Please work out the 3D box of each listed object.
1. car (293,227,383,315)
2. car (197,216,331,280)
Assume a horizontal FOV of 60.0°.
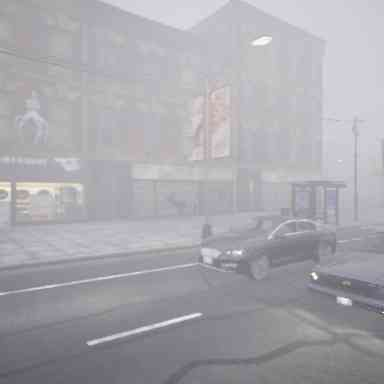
[{"bbox_3d":[4.873,1.551,7.466,5.357,1.411,2.033,0,0,-36],"label":"car"},{"bbox_3d":[2.400,1.495,10.011,4.902,1.511,2.128,0,0,-36],"label":"car"}]
